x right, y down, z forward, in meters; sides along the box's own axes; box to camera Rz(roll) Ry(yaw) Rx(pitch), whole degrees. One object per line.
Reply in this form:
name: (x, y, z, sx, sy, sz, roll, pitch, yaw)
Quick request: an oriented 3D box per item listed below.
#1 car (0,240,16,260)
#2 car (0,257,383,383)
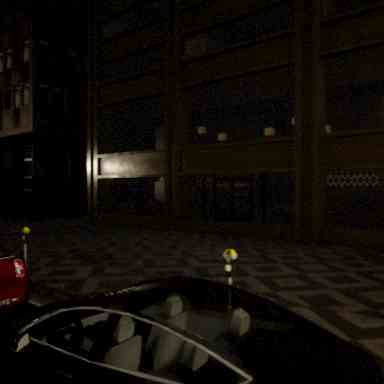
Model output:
car: (-5.072, 1.462, 6.578, 4.097, 1.590, 1.967, 0, 0, 36)
car: (-0.511, 1.572, 3.325, 4.313, 1.339, 1.947, 0, 0, 36)
